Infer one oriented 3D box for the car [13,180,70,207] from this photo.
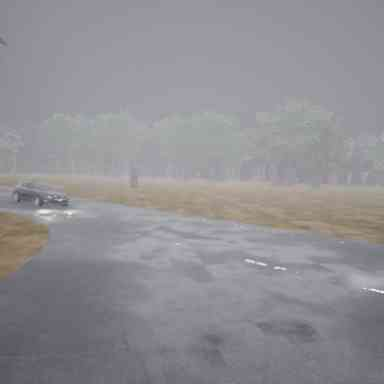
[{"bbox_3d":[-9.499,0.070,20.880,4.892,1.490,1.837,5,2,40],"label":"car"}]
